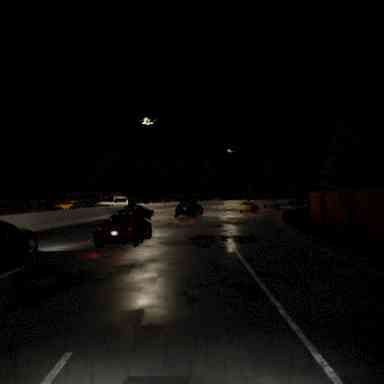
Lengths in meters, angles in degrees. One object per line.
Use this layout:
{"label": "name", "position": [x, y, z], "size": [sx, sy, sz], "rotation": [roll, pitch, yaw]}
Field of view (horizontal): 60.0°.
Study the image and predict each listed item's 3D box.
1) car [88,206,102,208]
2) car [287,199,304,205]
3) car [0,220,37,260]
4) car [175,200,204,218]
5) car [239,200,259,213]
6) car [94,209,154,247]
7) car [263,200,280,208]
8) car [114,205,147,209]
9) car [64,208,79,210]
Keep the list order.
{"label": "car", "position": [-9.721, 1.603, 40.205], "size": [2.150, 2.045, 5.566], "rotation": [0, 0, 17]}
{"label": "car", "position": [21.656, 2.117, 69.251], "size": [1.895, 1.301, 4.718], "rotation": [0, -1, 42]}
{"label": "car", "position": [-6.855, 1.609, 10.820], "size": [1.837, 1.490, 4.892], "rotation": [0, -1, 1]}
{"label": "car", "position": [-0.193, 1.682, 34.454], "size": [2.097, 1.767, 4.553], "rotation": [0, -1, 14]}
{"label": "car", "position": [7.560, 1.874, 43.662], "size": [1.801, 1.575, 5.366], "rotation": [0, -1, 22]}
{"label": "car", "position": [-3.142, 1.717, 15.944], "size": [1.994, 1.385, 4.181], "rotation": [0, -1, 3]}
{"label": "car", "position": [14.241, 2.094, 59.346], "size": [1.812, 1.442, 4.674], "rotation": [0, -1, 33]}
{"label": "car", "position": [-5.013, 1.830, 29.434], "size": [2.033, 1.411, 5.357], "rotation": [0, -1, 11]}
{"label": "car", "position": [-13.271, 1.912, 40.370], "size": [1.812, 1.442, 4.674], "rotation": [0, -1, 17]}
